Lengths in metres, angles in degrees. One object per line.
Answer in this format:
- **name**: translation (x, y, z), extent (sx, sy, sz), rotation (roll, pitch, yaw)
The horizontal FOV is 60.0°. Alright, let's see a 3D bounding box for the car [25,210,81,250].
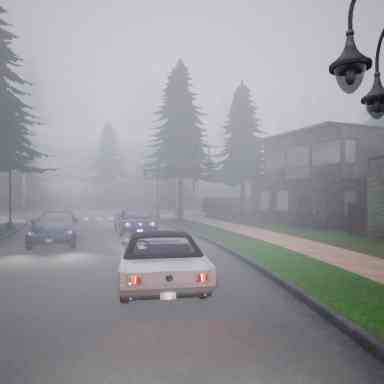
- **car**: translation (-5.877, 1.525, 14.500), extent (1.812, 1.442, 4.674), rotation (0, 0, -15)

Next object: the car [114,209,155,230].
- **car**: translation (-3.203, 1.601, 18.288), extent (1.895, 1.301, 4.718), rotation (0, 0, -18)

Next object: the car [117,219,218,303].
- **car**: translation (-0.809, 1.601, 8.239), extent (1.895, 1.301, 4.718), rotation (0, 0, -10)
